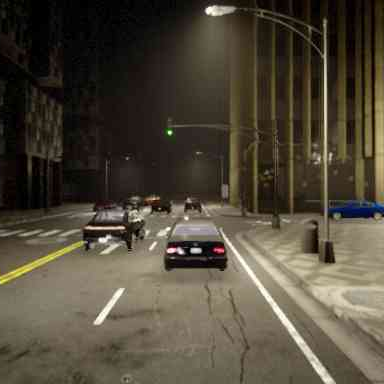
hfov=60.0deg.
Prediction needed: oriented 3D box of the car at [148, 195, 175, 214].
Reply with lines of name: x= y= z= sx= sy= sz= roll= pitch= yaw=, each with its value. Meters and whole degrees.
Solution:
car: x=-3.145 y=1.457 z=34.917 sx=1.882 sy=1.535 sz=5.008 roll=0 pitch=0 yaw=0

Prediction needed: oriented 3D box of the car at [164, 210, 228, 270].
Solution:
car: x=0.101 y=1.549 z=11.027 sx=2.033 sy=1.411 sz=5.357 roll=0 pitch=0 yaw=0

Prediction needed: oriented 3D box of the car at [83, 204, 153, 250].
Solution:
car: x=-3.148 y=1.493 z=14.219 sx=2.128 sy=1.511 sz=4.902 roll=0 pitch=0 yaw=0

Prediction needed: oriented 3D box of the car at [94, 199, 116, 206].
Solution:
car: x=-9.840 y=1.500 z=37.900 sx=1.812 sy=1.442 sz=4.674 roll=0 pitch=0 yaw=0

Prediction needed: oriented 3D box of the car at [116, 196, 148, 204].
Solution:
car: x=-6.593 y=1.467 z=37.287 sx=2.128 sy=1.511 sz=4.902 roll=0 pitch=0 yaw=0

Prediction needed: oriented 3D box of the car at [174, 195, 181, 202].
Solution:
car: x=-3.242 y=1.419 z=70.403 sx=2.128 sy=1.511 sz=4.902 roll=0 pitch=0 yaw=0

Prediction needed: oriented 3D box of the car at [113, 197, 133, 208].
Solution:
car: x=-9.828 y=1.478 z=47.872 sx=1.812 sy=1.442 sz=4.674 roll=0 pitch=0 yaw=0

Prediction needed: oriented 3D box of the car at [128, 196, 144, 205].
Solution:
car: x=-9.759 y=1.474 z=58.359 sx=2.033 sy=1.411 sz=5.357 roll=0 pitch=0 yaw=0

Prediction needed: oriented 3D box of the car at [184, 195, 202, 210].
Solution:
car: x=0.104 y=1.466 z=38.097 sx=2.128 sy=1.511 sz=4.902 roll=0 pitch=0 yaw=0

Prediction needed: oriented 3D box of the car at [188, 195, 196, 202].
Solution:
car: x=0.008 y=1.394 z=71.236 sx=1.837 sy=1.490 sz=4.892 roll=0 pitch=0 yaw=0

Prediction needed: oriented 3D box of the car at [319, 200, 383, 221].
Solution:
car: x=12.538 y=1.412 z=25.917 sx=5.008 sy=1.535 sz=1.882 roll=0 pitch=0 yaw=1
